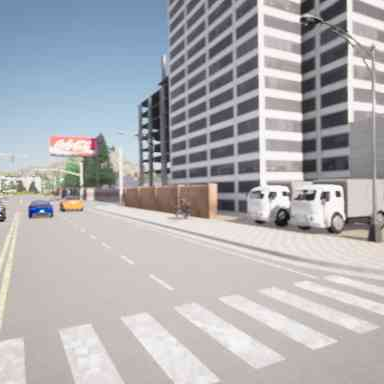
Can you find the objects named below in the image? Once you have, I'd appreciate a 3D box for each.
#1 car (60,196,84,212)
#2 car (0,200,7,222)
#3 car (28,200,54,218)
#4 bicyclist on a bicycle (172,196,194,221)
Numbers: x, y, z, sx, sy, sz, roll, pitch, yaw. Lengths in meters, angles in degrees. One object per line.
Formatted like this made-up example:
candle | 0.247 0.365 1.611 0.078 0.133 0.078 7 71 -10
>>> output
car | -13.595 1.225 37.424 2.097 1.767 4.553 -1 1 -27
car | -15.773 1.365 26.032 2.097 1.767 4.553 -1 1 -26
car | -13.440 1.421 29.570 1.882 1.535 5.008 -1 1 -27
bicyclist on a bicycle | -0.605 1.109 22.505 1.656 1.620 0.582 -1 1 -27
